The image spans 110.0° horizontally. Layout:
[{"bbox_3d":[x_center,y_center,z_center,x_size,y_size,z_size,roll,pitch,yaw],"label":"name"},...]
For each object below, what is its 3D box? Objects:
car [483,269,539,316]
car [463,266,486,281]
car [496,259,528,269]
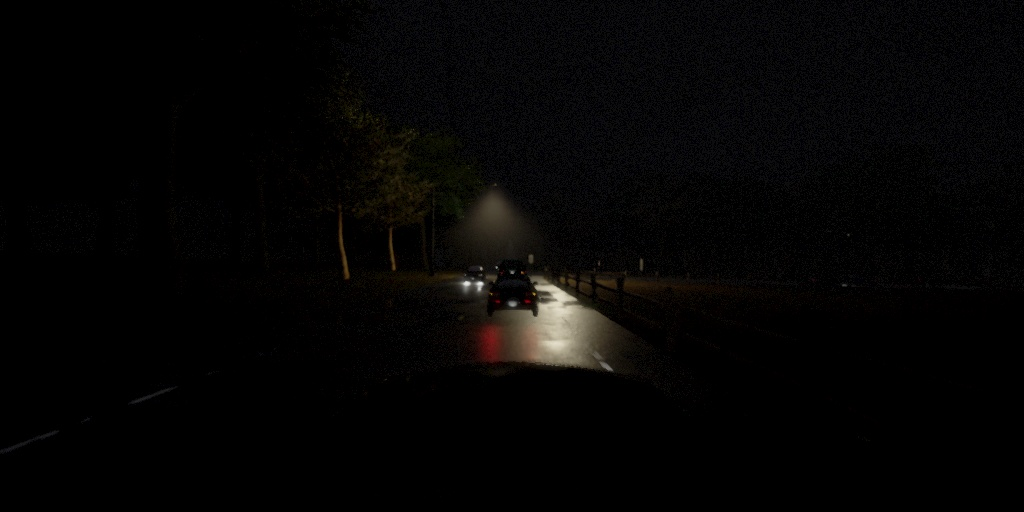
[{"bbox_3d":[0.049,1.419,14.020,1.812,1.442,4.674,0,-1,1],"label":"car"},{"bbox_3d":[-3.510,1.683,35.098,2.033,1.411,5.357,0,-1,0],"label":"car"},{"bbox_3d":[0.042,1.279,28.042,2.150,2.045,5.566,0,0,1],"label":"car"}]
